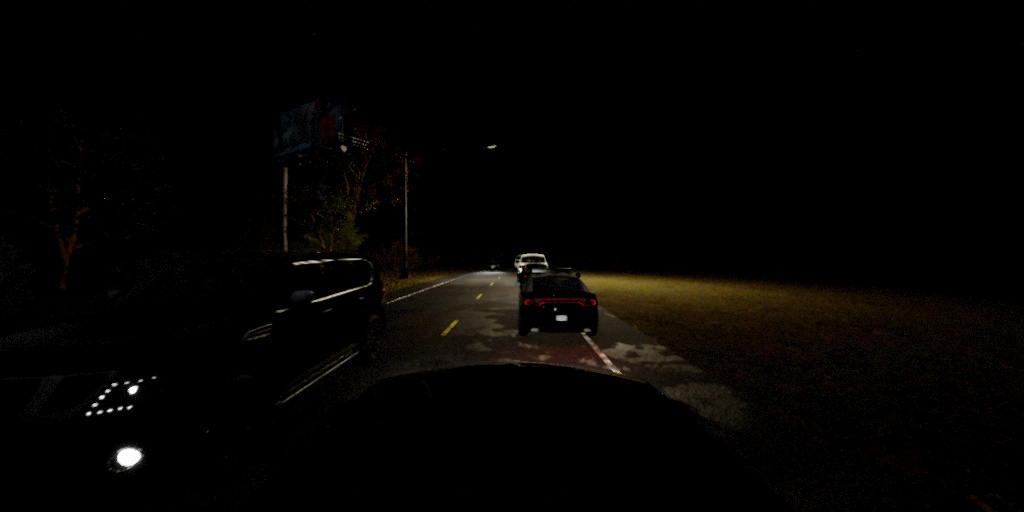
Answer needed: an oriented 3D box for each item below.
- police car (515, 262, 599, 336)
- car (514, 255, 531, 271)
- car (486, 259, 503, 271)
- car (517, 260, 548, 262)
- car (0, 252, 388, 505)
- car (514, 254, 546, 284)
[{"bbox_3d":[1.114,1.130,10.358,1.930,1.638,5.238,0,0,1],"label":"police car"},{"bbox_3d":[1.463,0.908,47.521,2.150,2.045,5.566,0,0,4],"label":"car"},{"bbox_3d":[-2.213,1.177,46.395,2.128,1.511,4.902,0,0,3],"label":"car"},{"bbox_3d":[1.306,1.178,20.214,1.837,1.490,4.892,0,0,1],"label":"car"},{"bbox_3d":[-3.571,0.951,5.028,2.150,2.045,5.566,0,0,0],"label":"car"},{"bbox_3d":[1.484,0.888,26.221,2.150,2.045,5.566,0,0,2],"label":"car"}]
